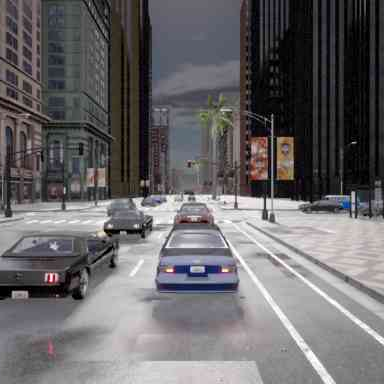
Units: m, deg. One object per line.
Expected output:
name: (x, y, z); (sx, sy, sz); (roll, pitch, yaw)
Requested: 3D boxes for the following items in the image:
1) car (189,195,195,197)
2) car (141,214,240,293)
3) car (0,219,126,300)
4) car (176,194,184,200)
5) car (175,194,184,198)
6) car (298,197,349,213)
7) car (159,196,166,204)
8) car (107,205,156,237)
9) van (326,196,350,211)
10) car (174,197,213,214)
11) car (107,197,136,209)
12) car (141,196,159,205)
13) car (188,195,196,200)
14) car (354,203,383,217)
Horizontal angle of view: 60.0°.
car: (-0.021, 1.529, 81.255); (1.812, 1.442, 4.674); (0, 0, 0)
car: (0.100, 1.547, 8.963); (2.033, 1.411, 5.357); (0, 0, 0)
car: (-3.151, 1.601, 8.335); (1.895, 1.301, 4.718); (0, 0, 0)
car: (-3.274, 1.316, 90.405); (1.882, 1.535, 5.008); (0, 0, 0)
car: (-3.271, 1.522, 80.402); (1.812, 1.442, 4.674); (0, 0, 0)
car: (13.729, 1.509, 35.471); (4.674, 1.442, 1.812); (0, 0, 2)
car: (-6.574, 1.481, 61.948); (1.882, 1.535, 5.008); (0, 0, 0)
car: (-3.159, 1.601, 17.503); (1.895, 1.301, 4.718); (0, 0, 0)
van: (17.057, 1.315, 38.137); (3.998, 1.788, 1.690); (0, 0, 0)
car: (0.115, 1.352, 18.406); (2.097, 1.767, 4.553); (0, 0, 0)
car: (-6.608, 1.352, 31.650); (2.097, 1.767, 4.553); (0, 0, 0)
car: (-6.605, 1.508, 50.609); (1.837, 1.490, 4.892); (0, 0, 0)
car: (-0.024, 1.546, 91.476); (2.033, 1.411, 5.357); (0, 0, 0)
car: (17.064, 1.549, 29.613); (4.403, 1.369, 2.008); (0, 0, 0)
